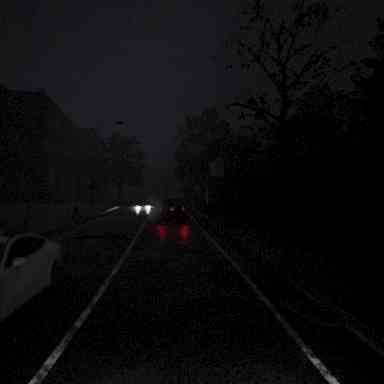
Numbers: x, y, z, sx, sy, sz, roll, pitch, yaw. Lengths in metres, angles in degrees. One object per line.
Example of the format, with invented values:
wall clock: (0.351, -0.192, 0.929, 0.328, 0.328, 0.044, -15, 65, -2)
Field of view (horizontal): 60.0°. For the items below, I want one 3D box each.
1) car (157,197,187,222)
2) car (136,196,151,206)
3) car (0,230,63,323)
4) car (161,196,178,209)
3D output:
car: (-1.534, 1.213, 25.071, 2.097, 1.767, 4.553, 0, 1, -4)
car: (-7.115, 1.283, 48.945, 1.895, 1.301, 4.718, 0, 0, -4)
car: (-3.863, 1.501, 6.177, 1.812, 1.442, 4.674, 0, 0, -3)
car: (-2.920, 1.289, 42.605, 2.033, 1.411, 5.357, 0, 0, -5)
